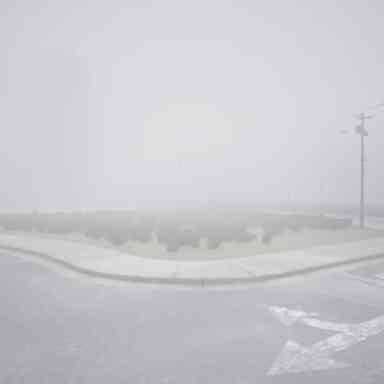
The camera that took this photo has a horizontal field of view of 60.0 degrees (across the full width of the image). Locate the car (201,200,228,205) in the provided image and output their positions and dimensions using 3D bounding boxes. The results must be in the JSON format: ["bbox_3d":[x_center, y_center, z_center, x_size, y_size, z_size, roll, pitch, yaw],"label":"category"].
[{"bbox_3d":[3.649,1.928,53.765,2.033,1.411,5.357,1,0,-35],"label":"car"}]
